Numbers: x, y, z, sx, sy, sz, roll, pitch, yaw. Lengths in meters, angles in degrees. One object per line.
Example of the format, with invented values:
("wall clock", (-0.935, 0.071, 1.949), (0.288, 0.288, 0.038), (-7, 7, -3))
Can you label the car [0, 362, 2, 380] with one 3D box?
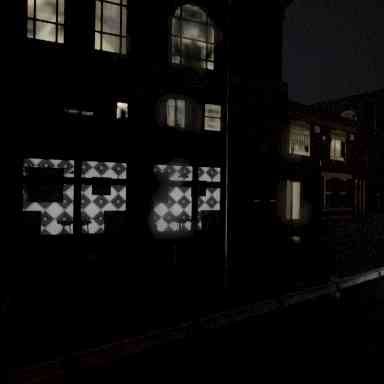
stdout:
("car", (-3.217, 1.504, 0.843), (4.892, 1.490, 1.837), (0, 0, -35))
